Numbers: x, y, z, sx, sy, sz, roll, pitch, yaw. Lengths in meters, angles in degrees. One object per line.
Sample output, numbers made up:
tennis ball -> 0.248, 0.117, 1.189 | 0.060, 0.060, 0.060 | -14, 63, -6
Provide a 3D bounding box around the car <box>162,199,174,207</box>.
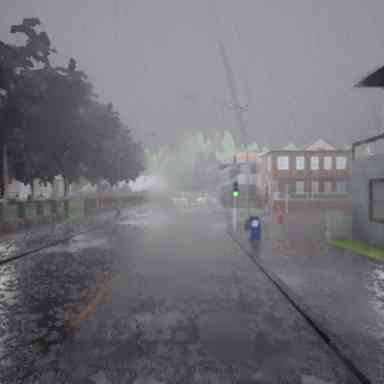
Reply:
car -> -4.035, 1.834, 56.502 | 1.895, 1.301, 4.718 | 0, 0, 1
